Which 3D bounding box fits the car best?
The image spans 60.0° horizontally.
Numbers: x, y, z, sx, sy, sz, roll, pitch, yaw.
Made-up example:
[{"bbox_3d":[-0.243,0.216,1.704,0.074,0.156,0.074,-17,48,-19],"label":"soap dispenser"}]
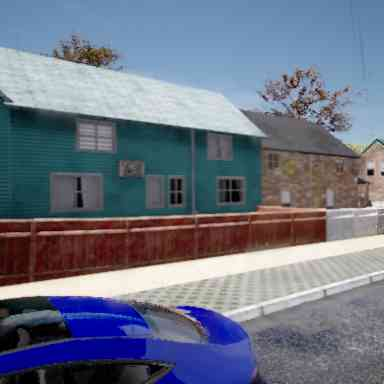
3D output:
[{"bbox_3d":[-1.504,1.524,1.998,4.674,1.442,1.812,0,0,-35],"label":"car"}]
